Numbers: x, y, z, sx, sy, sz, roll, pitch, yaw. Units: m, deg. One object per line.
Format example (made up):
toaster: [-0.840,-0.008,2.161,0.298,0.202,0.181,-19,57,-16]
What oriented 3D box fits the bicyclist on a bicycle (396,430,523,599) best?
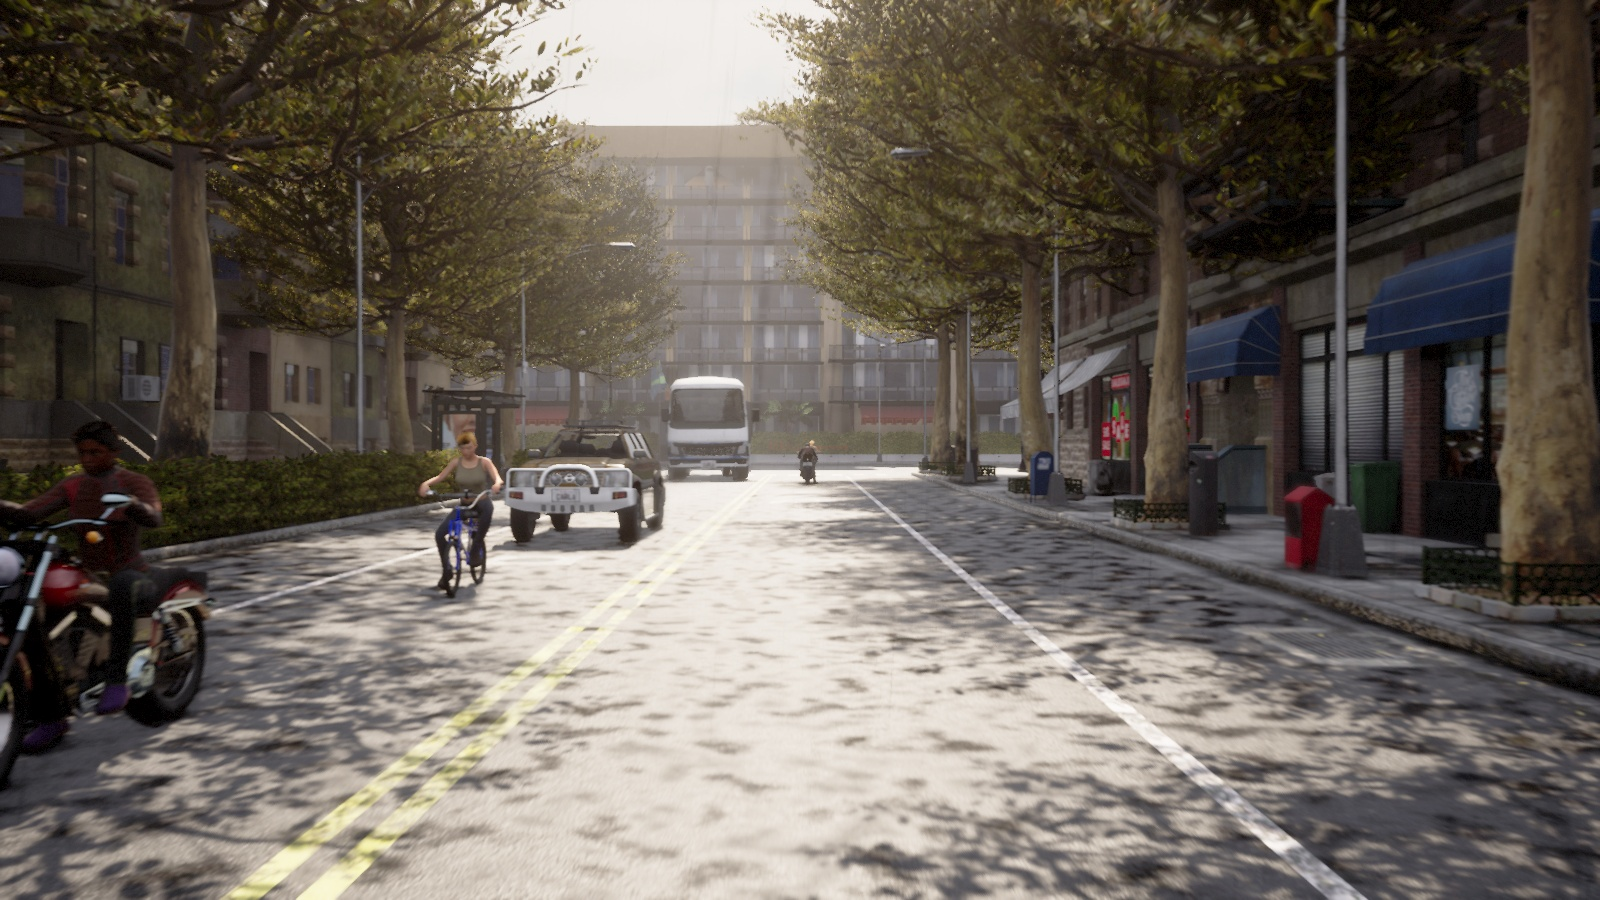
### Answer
bicyclist on a bicycle: [-3.407,0.609,12.715,0.866,1.612,1.509,0,0,1]

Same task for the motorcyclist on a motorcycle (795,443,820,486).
motorcyclist on a motorcycle: [0.278,0.521,46.270,0.866,1.530,2.191,0,0,0]

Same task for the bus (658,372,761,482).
bus: [-4.005,-0.938,54.145,3.944,4.253,10.273,-1,0,-5]

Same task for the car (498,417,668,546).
car: [-3.368,0.445,20.403,1.932,1.855,4.605,0,0,0]

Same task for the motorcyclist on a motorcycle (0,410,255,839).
motorcyclist on a motorcycle: [-3.451,0.661,5.881,0.766,1.649,2.350,0,0,0]
